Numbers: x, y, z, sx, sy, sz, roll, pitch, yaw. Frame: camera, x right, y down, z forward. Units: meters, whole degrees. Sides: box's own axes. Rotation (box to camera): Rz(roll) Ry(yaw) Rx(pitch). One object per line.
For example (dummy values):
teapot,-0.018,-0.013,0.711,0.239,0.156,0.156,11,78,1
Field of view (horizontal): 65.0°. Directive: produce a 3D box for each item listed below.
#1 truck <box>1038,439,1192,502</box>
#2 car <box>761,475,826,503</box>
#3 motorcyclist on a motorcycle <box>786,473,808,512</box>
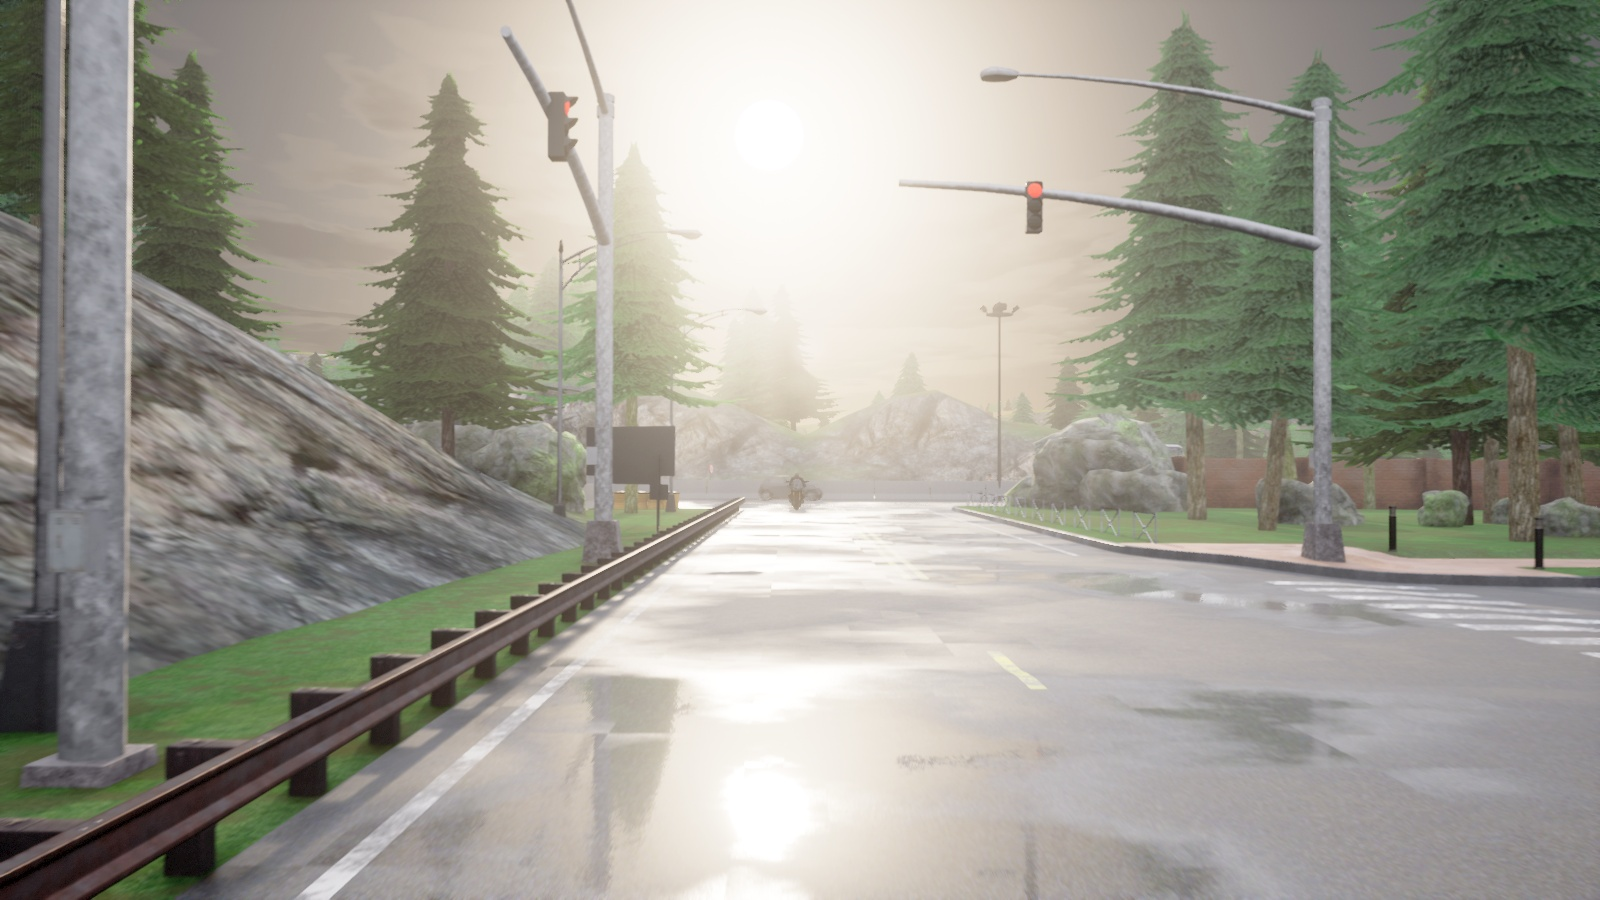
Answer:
truck,17.729,1.138,70.996,7.936,3.462,2.891,0,-1,-1
car,-0.383,2.204,70.760,3.633,1.501,1.845,0,-1,-1
motorcyclist on a motorcycle,-0.121,1.679,50.047,0.866,1.530,2.191,0,-1,0
